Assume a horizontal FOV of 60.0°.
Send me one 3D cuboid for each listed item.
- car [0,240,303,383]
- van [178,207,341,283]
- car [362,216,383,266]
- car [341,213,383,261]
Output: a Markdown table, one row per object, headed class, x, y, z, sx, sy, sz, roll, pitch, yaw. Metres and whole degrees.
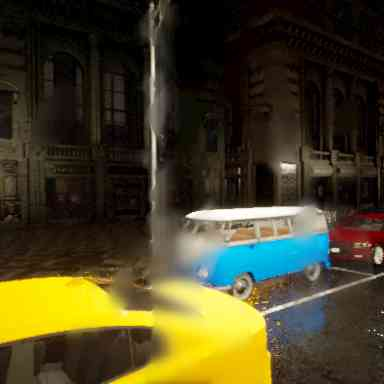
| class | x | y | z | sx | sy | sz | roll | pitch | yaw |
| --- | --- | --- | --- | --- | --- | --- | --- | --- | --- |
| car | -1.598 | 1.479 | 2.229 | 5.008 | 1.535 | 1.882 | -1 | 0 | -37 |
| van | 1.484 | 1.269 | 7.727 | 3.998 | 1.788 | 1.690 | -1 | 0 | -35 |
| car | 6.483 | 1.365 | 7.996 | 4.902 | 1.511 | 2.128 | -1 | 1 | -35 |
| car | 5.985 | 1.402 | 10.935 | 4.507 | 1.381 | 1.887 | -1 | 0 | -35 |
